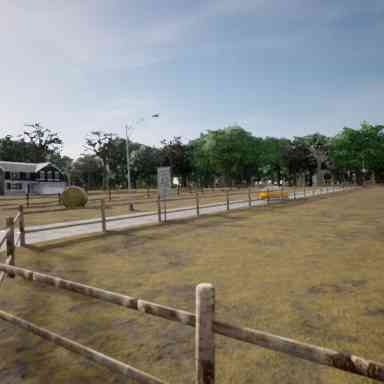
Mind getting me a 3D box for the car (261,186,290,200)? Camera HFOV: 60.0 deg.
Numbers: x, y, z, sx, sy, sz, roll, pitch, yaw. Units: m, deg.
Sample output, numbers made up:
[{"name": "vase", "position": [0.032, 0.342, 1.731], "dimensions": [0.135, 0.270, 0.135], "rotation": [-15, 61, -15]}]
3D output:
[{"name": "car", "position": [9.376, 0.051, 37.317], "dimensions": [1.882, 1.535, 5.008], "rotation": [-3, 1, 35]}]
